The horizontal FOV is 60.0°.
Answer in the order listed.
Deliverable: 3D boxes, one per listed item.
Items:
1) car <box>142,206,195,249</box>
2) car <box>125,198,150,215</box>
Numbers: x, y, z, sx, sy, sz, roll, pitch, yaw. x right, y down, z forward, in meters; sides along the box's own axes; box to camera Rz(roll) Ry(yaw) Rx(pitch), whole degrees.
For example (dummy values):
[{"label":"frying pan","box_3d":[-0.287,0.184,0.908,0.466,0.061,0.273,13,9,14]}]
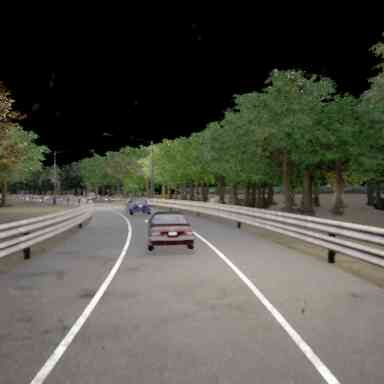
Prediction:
[{"label":"car","box_3d":[-1.049,1.562,14.604,2.033,1.411,5.357,0,0,-8]},{"label":"car","box_3d":[-5.709,1.416,34.692,2.097,1.767,4.553,0,0,-18]}]
